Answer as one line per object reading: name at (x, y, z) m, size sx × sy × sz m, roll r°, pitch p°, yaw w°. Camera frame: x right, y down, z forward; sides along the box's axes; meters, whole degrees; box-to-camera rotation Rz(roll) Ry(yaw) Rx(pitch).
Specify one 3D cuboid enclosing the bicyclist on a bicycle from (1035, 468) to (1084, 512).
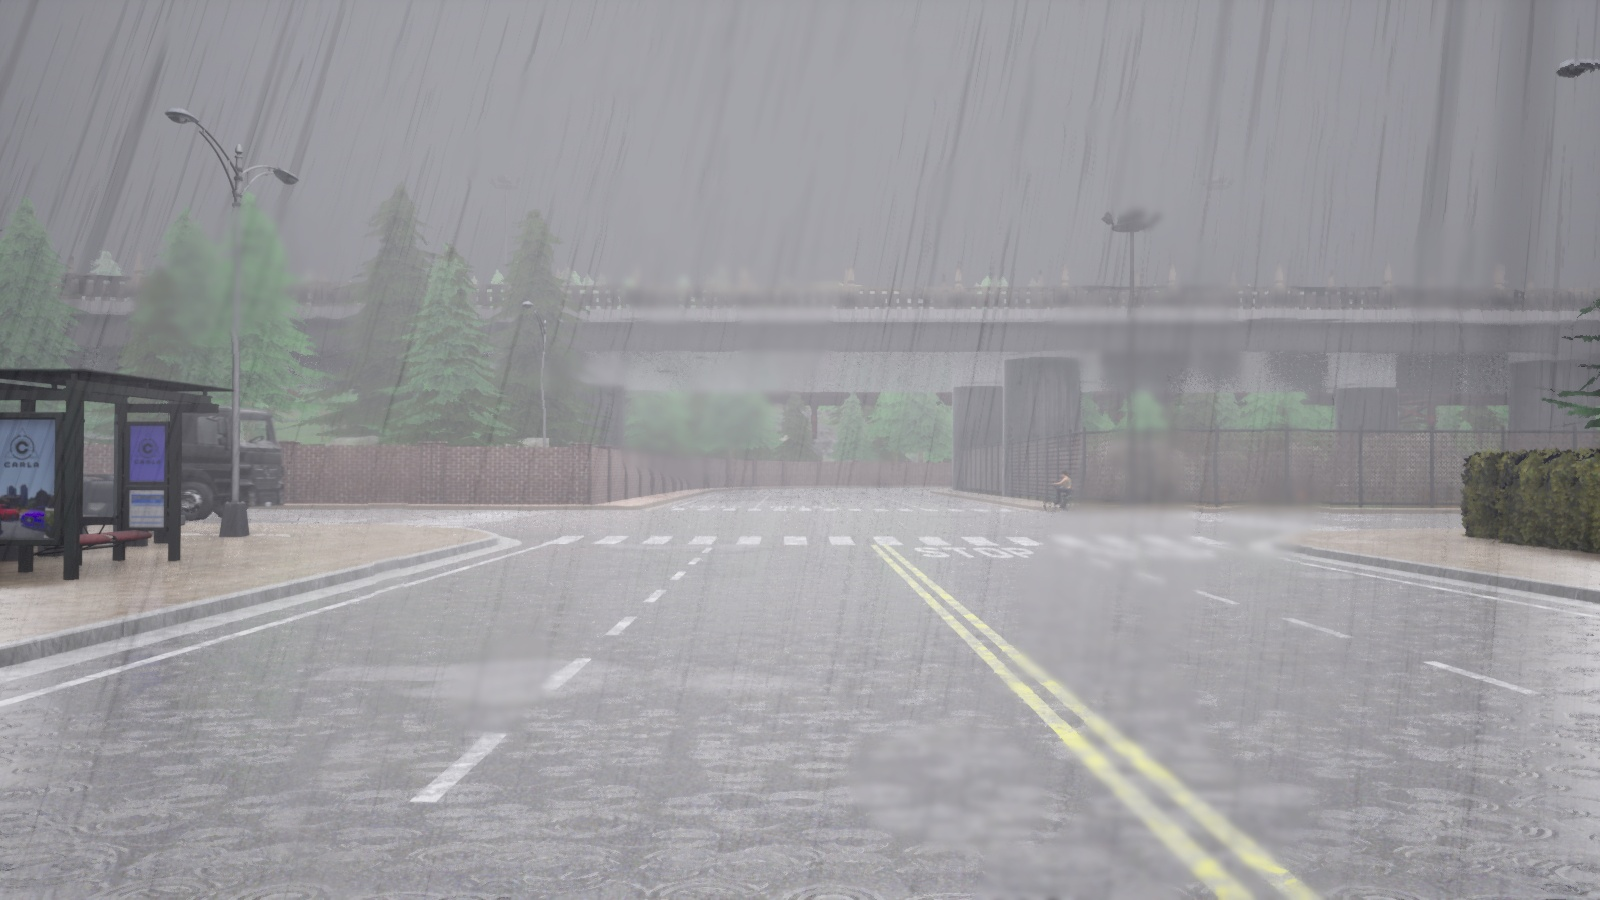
bicyclist on a bicycle at (9.663, 1.488, 46.712) m, size 1.509 × 1.612 × 0.866 m, roll -1°, pitch -4°, yaw 41°

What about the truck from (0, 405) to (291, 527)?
truck at (-19.668, 0.480, 37.288) m, size 7.936 × 3.462 × 2.891 m, roll 0°, pitch -1°, yaw 0°
